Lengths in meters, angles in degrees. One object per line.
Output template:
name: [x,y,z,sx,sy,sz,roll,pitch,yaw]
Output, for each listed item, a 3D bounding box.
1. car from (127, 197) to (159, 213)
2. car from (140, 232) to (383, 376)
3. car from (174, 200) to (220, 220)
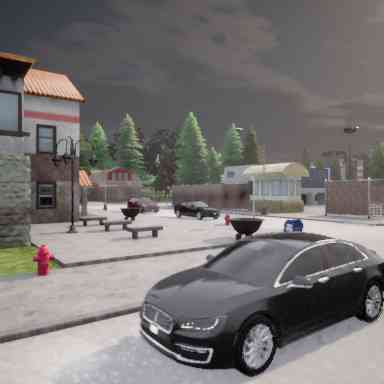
car: [-5.407,1.352,36.597,2.097,1.767,4.553,0,0,-35]
car: [1.490,1.505,5.671,4.892,1.490,1.837,0,0,-36]
car: [0.348,1.478,28.480,1.882,1.535,5.008,0,0,-35]
